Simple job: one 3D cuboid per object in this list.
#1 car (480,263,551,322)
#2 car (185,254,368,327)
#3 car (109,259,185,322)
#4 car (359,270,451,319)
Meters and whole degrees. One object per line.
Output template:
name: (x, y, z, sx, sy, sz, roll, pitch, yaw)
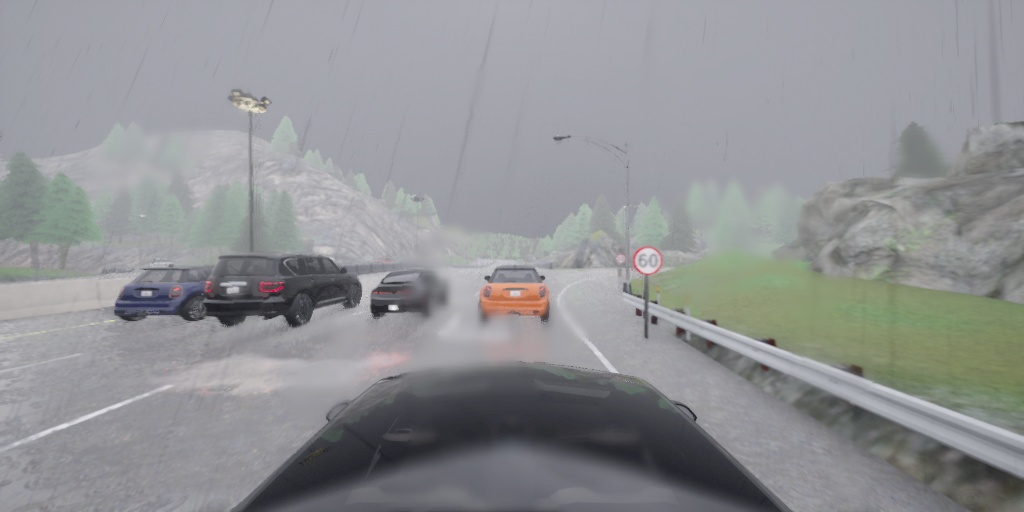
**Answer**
car: (0.103, 1.081, 12.325, 2.097, 1.767, 4.553, 0, 0, 0)
car: (-6.896, 0.955, 11.581, 2.150, 2.045, 5.566, 0, 0, 0)
car: (-10.398, 1.085, 12.331, 2.097, 1.767, 4.553, 0, 0, 0)
car: (-3.397, 1.236, 12.729, 1.837, 1.490, 4.892, 0, 0, 0)
